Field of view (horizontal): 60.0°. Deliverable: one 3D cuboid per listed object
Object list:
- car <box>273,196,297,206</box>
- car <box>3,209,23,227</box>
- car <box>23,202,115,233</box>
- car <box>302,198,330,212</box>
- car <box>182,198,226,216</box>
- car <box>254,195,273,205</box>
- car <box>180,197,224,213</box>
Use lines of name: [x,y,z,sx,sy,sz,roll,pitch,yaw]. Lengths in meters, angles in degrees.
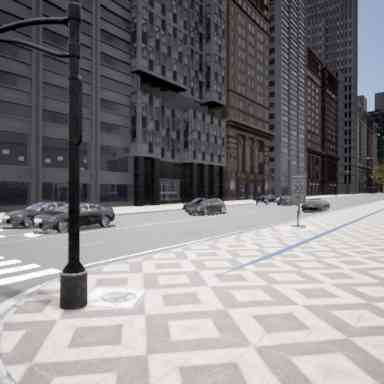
car: [13.545,1.248,47.147,1.994,1.385,4.181,0,0,36]
car: [-9.291,1.385,21.165,2.128,1.511,4.902,0,0,37]
car: [-6.677,1.395,19.267,2.128,1.511,4.902,0,0,34]
car: [13.282,1.327,35.490,1.994,1.385,4.181,0,1,36]
car: [1.349,1.322,30.384,1.837,1.490,4.892,0,1,36]
car: [10.984,1.070,49.148,1.895,1.301,4.718,0,1,36]
car: [1.193,1.328,35.725,2.033,1.411,5.357,0,1,36]
